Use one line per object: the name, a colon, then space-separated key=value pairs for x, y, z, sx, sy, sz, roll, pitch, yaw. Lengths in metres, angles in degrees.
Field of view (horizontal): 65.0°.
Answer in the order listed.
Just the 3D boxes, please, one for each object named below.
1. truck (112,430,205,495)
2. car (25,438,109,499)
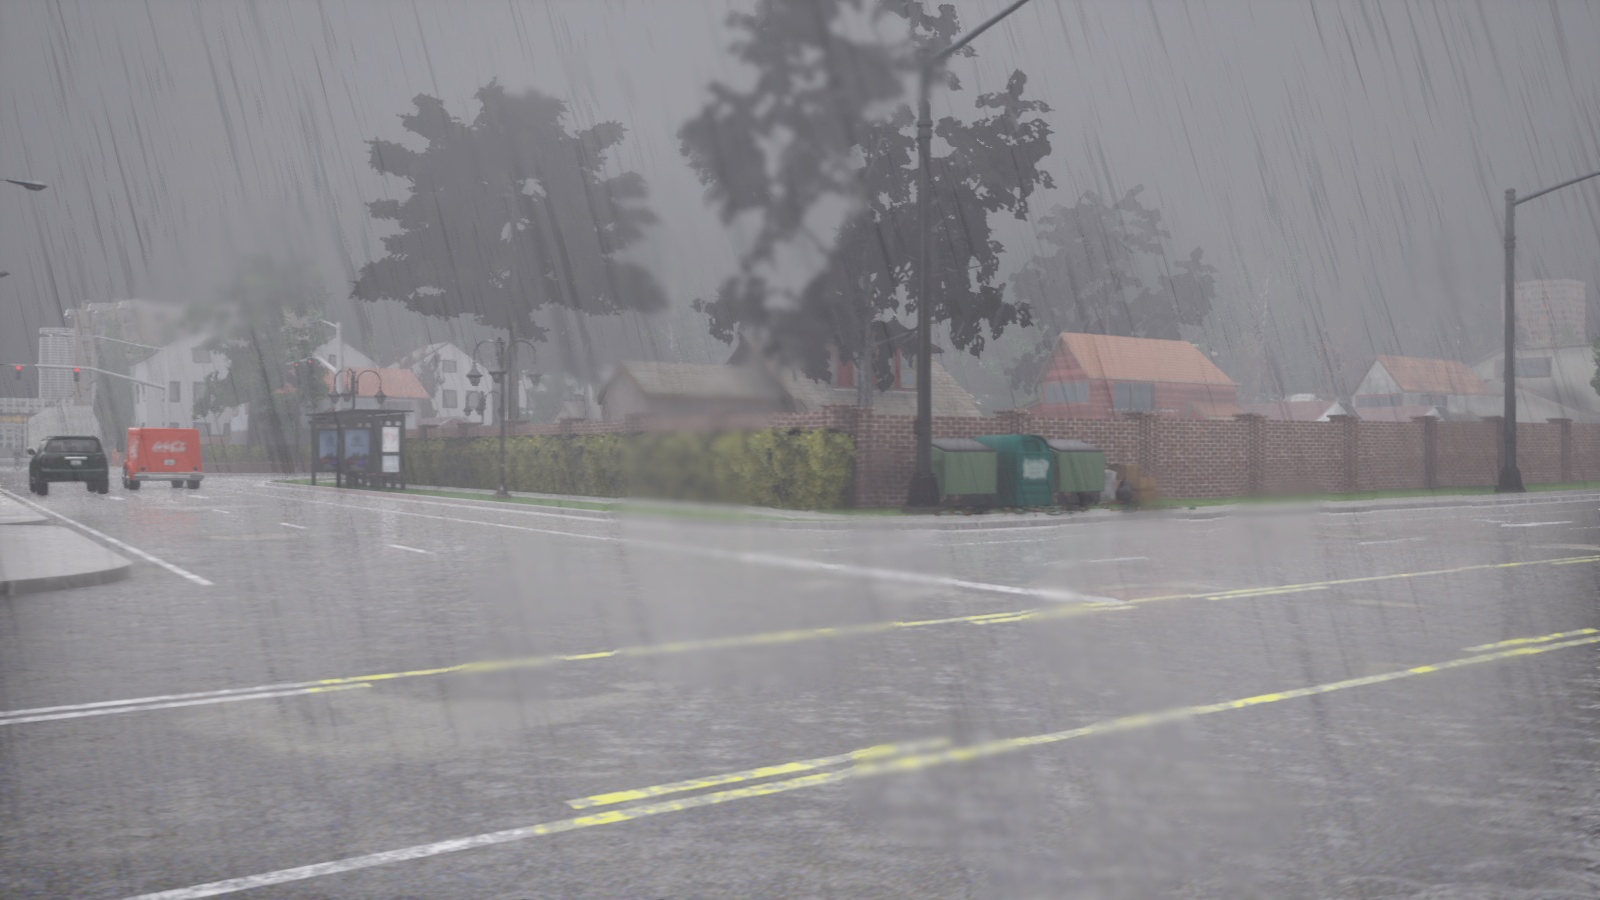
truck: x=-25.802 y=0.446 z=50.391 sx=2.627 sy=2.467 sz=5.204 roll=0 pitch=1 yaw=-35
car: x=-26.393 y=0.630 z=45.140 sx=2.150 sy=2.045 sz=5.566 roll=0 pitch=0 yaw=-35
